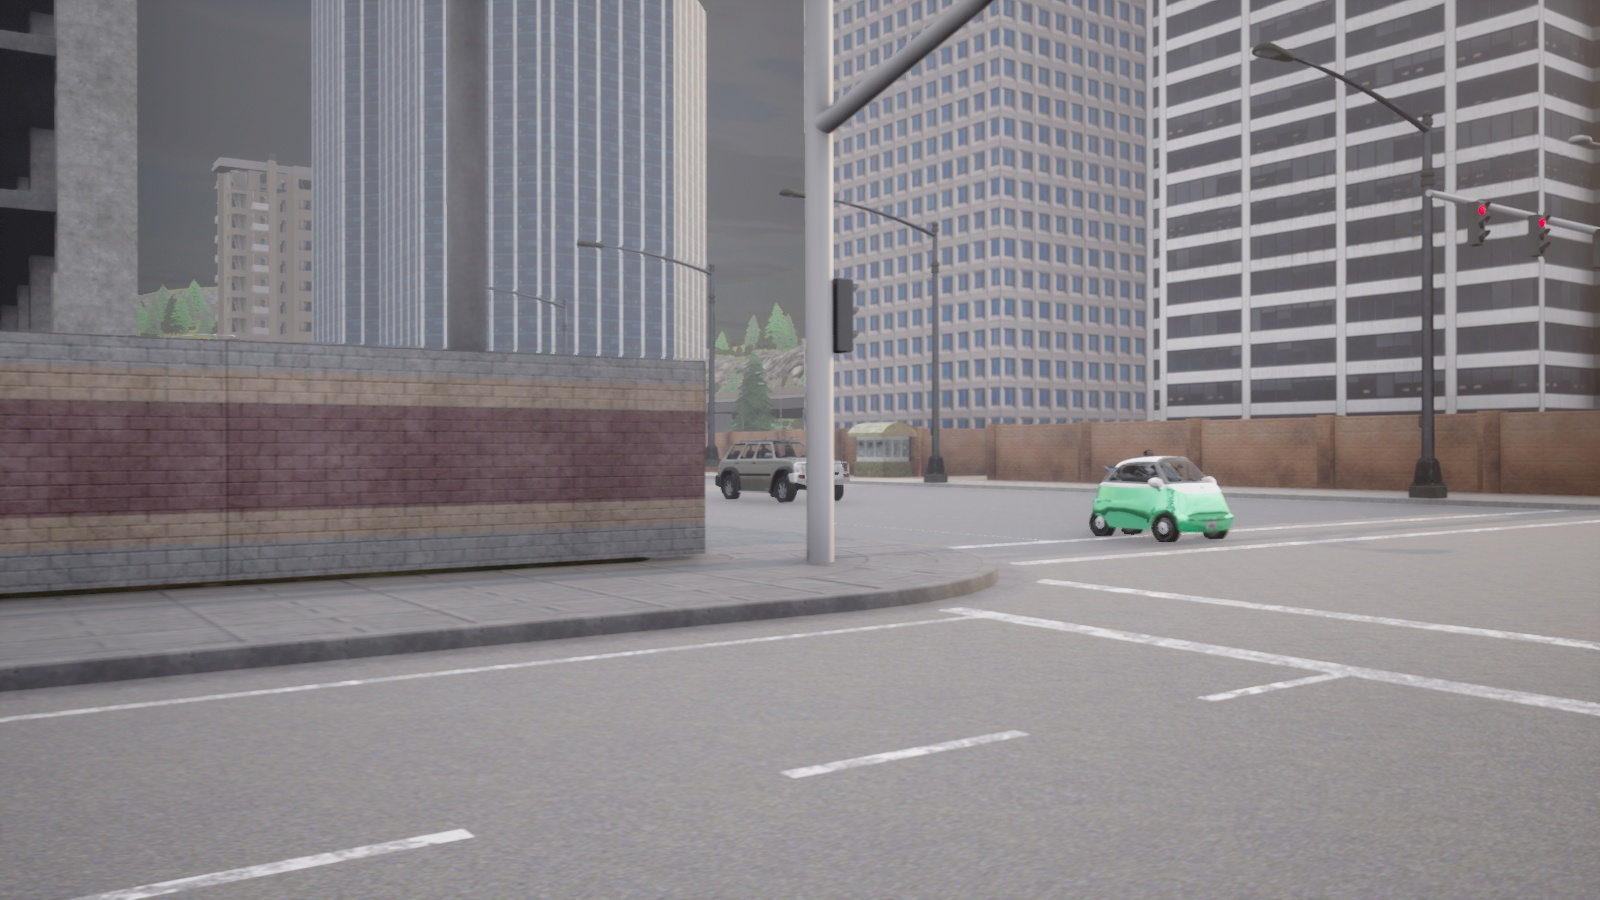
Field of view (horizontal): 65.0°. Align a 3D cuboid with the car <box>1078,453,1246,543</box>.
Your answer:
[{"bbox_3d":[5.936,0.751,20.707,1.481,1.376,2.207,0,-1,-35],"label":"car"}]

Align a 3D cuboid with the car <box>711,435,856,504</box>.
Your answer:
[{"bbox_3d":[-0.553,0.550,36.304,1.932,1.855,4.605,0,-1,-35],"label":"car"}]
